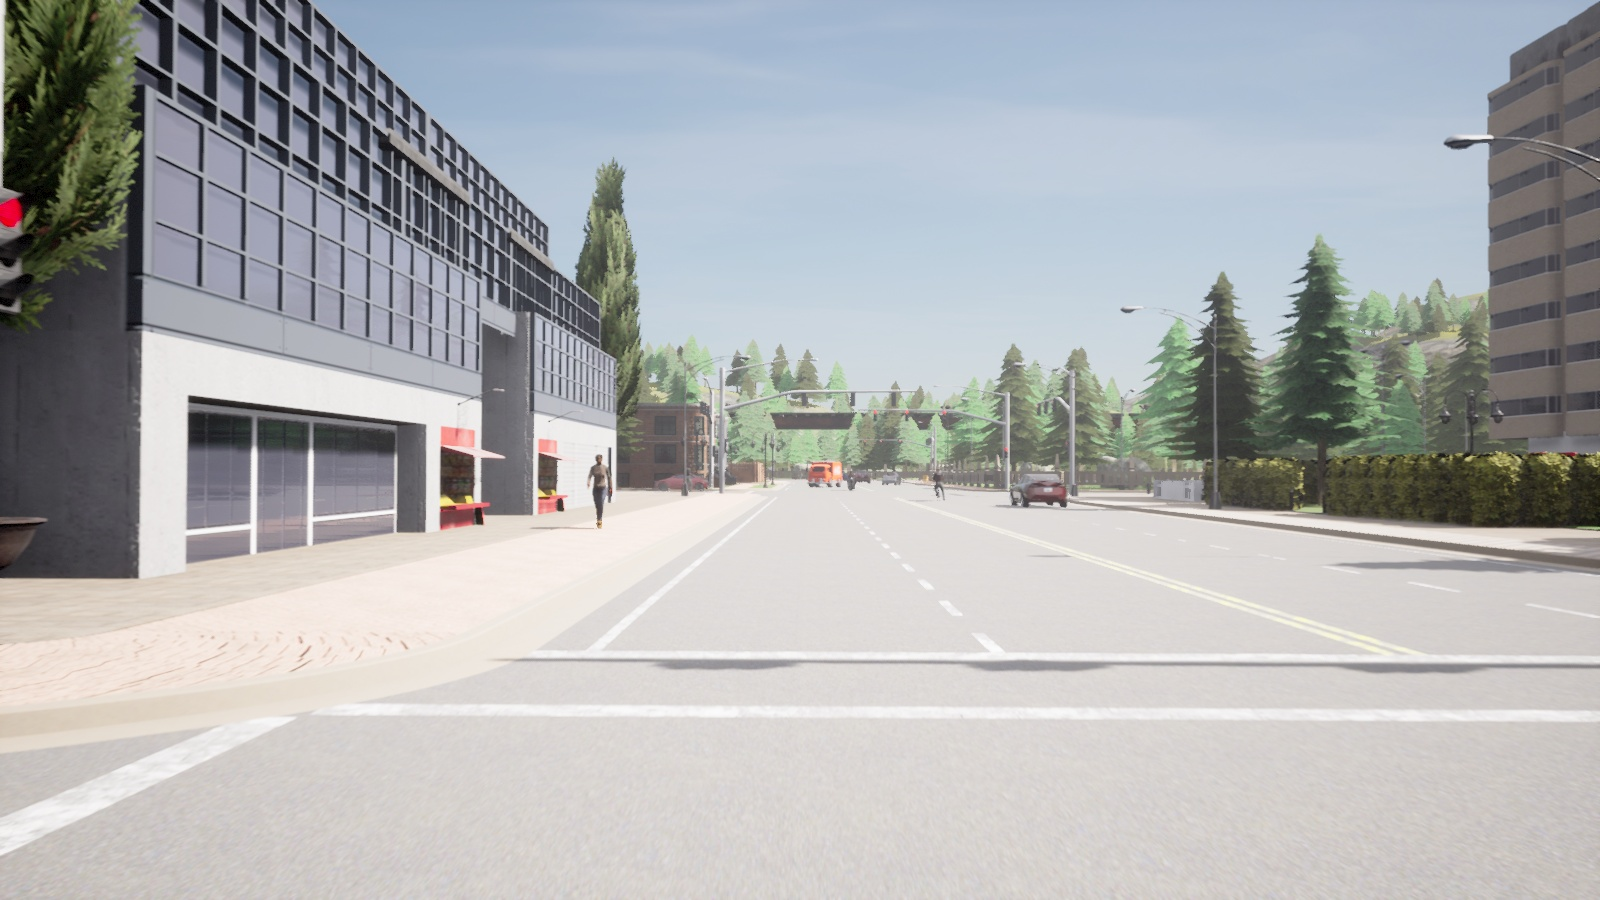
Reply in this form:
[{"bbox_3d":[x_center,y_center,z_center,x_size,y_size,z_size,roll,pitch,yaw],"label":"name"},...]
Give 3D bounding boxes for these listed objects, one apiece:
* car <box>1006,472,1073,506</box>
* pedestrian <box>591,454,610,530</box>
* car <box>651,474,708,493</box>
[{"bbox_3d":[10.766,1.723,56.831,2.163,1.488,4.792,0,-1,0],"label":"car"},{"bbox_3d":[-4.775,0.996,30.049,0.328,1.805,0.869,0,-1,0],"label":"pedestrian"},{"bbox_3d":[-8.992,2.488,93.983,4.181,1.385,1.994,0,-1,-3],"label":"car"}]
